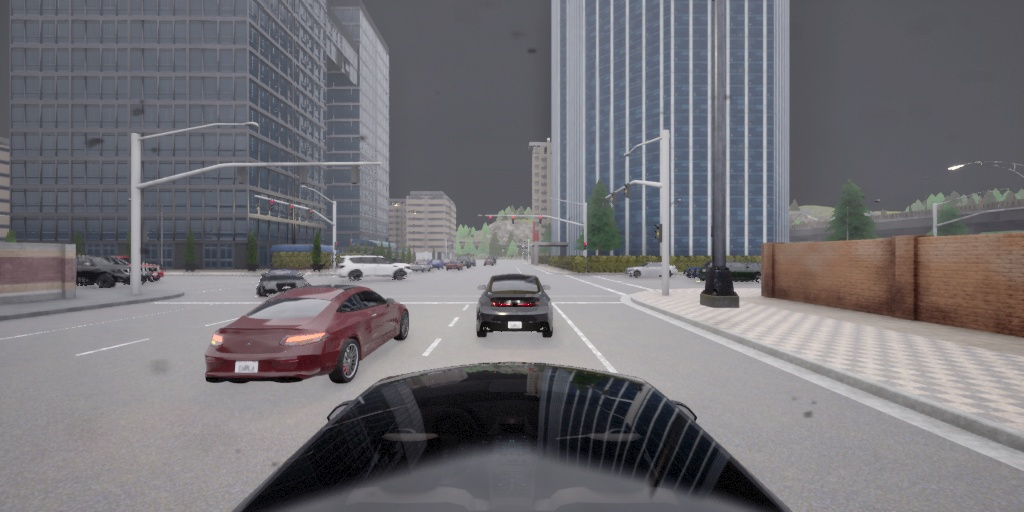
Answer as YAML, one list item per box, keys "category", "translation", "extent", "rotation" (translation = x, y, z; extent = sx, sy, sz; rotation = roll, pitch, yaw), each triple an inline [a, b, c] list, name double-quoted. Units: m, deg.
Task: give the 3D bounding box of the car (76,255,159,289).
- category: "car"
  translation: [-26.370, 0.971, 22.668]
  extent: [5.566, 2.045, 2.150]
  rotation: [0, 0, -1]

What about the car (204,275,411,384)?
- category: "car"
  translation: [-3.438, 1.276, 6.958]
  extent: [1.812, 1.442, 4.674]
  rotation: [0, 0, 0]

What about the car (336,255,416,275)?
- category: "car"
  translation: [-10.999, 0.971, 28.789]
  extent: [5.566, 2.045, 2.150]
  rotation: [0, 1, -28]

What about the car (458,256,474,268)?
- category: "car"
  translation: [-8.050, 0.971, 59.435]
  extent: [2.150, 2.045, 5.566]
  rotation: [0, 0, -1]

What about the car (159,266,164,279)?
- category: "car"
  translation: [-28.859, 0.971, 26.145]
  extent: [5.566, 2.045, 2.150]
  rotation: [0, 0, -1]

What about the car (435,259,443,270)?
- category: "car"
  translation: [-11.473, 1.227, 53.826]
  extent: [1.882, 1.535, 5.008]
  rotation: [0, 0, -1]

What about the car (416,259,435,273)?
- category: "car"
  translation: [-11.395, 1.351, 44.434]
  extent: [1.895, 1.301, 4.718]
  rotation: [0, 0, 1]

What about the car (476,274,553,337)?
- category: "car"
  translation: [0.064, 1.255, 10.224]
  extent: [1.837, 1.490, 4.892]
  rotation: [0, 0, 0]

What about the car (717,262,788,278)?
- category: "car"
  translation: [22.614, 1.297, 33.817]
  extent: [5.357, 1.411, 2.033]
  rotation: [0, 0, -1]

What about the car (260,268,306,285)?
- category: "car"
  translation: [-11.769, 1.314, 18.491]
  extent: [1.994, 1.385, 4.181]
  rotation: [1, 0, -35]

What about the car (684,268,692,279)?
- category: "car"
  translation: [17.209, 1.228, 30.269]
  extent: [5.008, 1.535, 1.882]
  rotation: [0, 0, -1]

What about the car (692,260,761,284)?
- category: "car"
  translation: [16.350, 1.102, 26.562]
  extent: [4.553, 1.767, 2.097]
  rotation: [0, 0, -1]

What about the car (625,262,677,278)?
- category: "car"
  translation: [13.027, 1.276, 33.713]
  extent: [4.674, 1.442, 1.812]
  rotation: [0, 0, 1]

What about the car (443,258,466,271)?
- category: "car"
  translation: [-7.912, 1.351, 49.641]
  extent: [1.895, 1.301, 4.718]
  rotation: [0, 0, -1]
